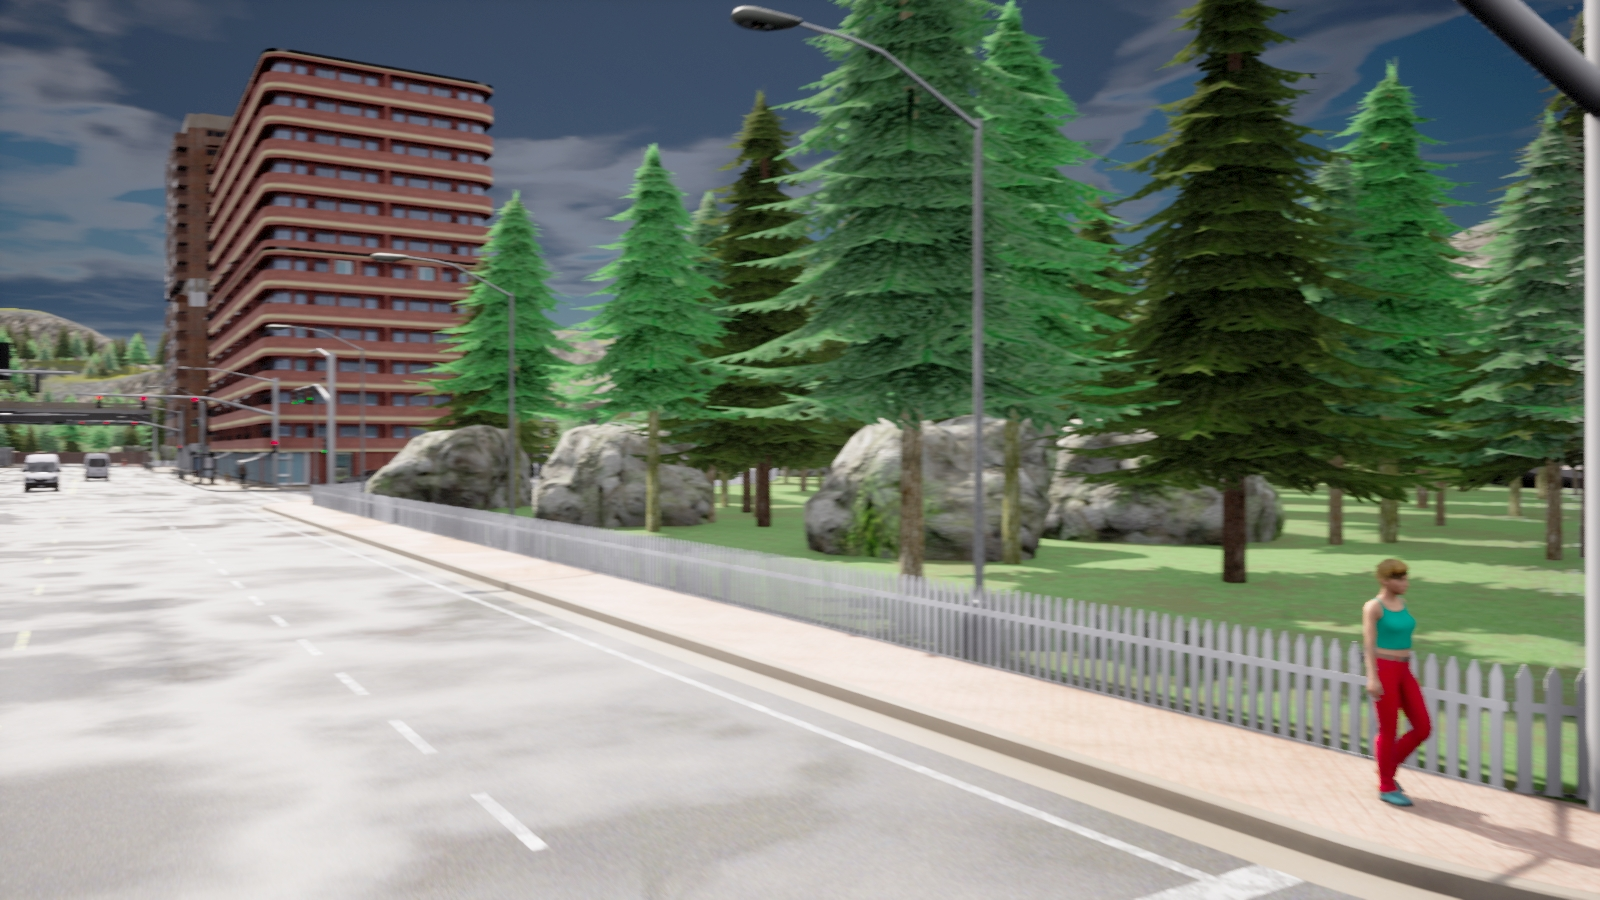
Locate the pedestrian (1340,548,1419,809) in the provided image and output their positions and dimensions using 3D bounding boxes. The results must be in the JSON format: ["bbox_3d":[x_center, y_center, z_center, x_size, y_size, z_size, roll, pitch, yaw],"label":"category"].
[{"bbox_3d":[4.357,1.691,8.596,0.375,1.860,0.375,0,0,-27],"label":"pedestrian"}]
